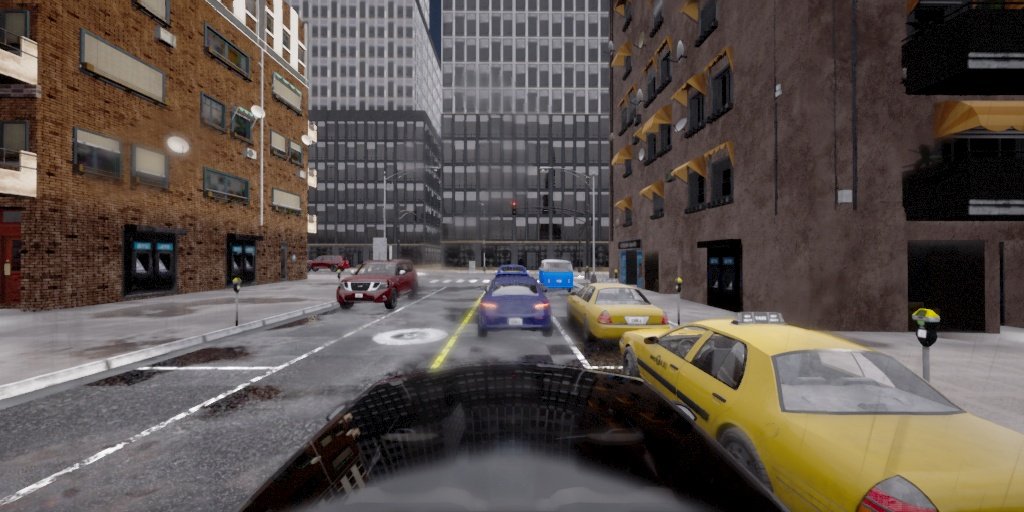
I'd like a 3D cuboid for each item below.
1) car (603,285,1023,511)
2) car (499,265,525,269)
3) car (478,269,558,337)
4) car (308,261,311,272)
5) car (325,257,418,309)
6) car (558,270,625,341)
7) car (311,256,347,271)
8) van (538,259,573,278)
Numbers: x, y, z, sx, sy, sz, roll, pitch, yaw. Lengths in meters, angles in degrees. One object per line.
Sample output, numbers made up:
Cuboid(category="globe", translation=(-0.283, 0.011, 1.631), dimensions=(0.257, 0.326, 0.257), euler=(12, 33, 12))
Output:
Cuboid(category="car", translation=(2.565, 1.275, 4.005), dimensions=(1.751, 1.417, 4.829), euler=(0, 0, 0))
Cuboid(category="car", translation=(0.007, 1.232, 20.424), dimensions=(1.882, 1.535, 5.008), euler=(0, 0, 0))
Cuboid(category="car", translation=(0.061, 1.277, 10.163), dimensions=(1.812, 1.442, 4.674), euler=(0, 0, -1))
Cuboid(category="car", translation=(-21.007, 1.083, 32.442), dimensions=(4.207, 1.307, 1.802), euler=(0, 0, -1))
Cuboid(category="car", translation=(-5.379, 1.067, 15.070), dimensions=(2.192, 1.841, 5.009), euler=(0, 0, 0))
Cuboid(category="car", translation=(2.532, 1.277, 9.645), dimensions=(1.751, 1.417, 4.829), euler=(0, 0, 0))
Cuboid(category="car", translation=(-21.095, 0.862, 40.581), dimensions=(5.009, 1.841, 2.192), euler=(0, 0, -1))
Cuboid(category="van", translation=(2.468, 1.095, 20.755), dimensions=(1.690, 1.789, 3.998), euler=(0, 0, 0))
